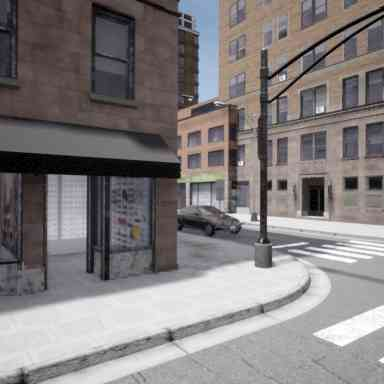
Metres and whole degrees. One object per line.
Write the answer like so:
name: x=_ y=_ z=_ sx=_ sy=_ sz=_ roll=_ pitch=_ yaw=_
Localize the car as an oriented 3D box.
car: x=0.650 y=1.445 z=17.944 sx=1.812 sy=1.442 sz=4.674 roll=0 pitch=0 yaw=-34
